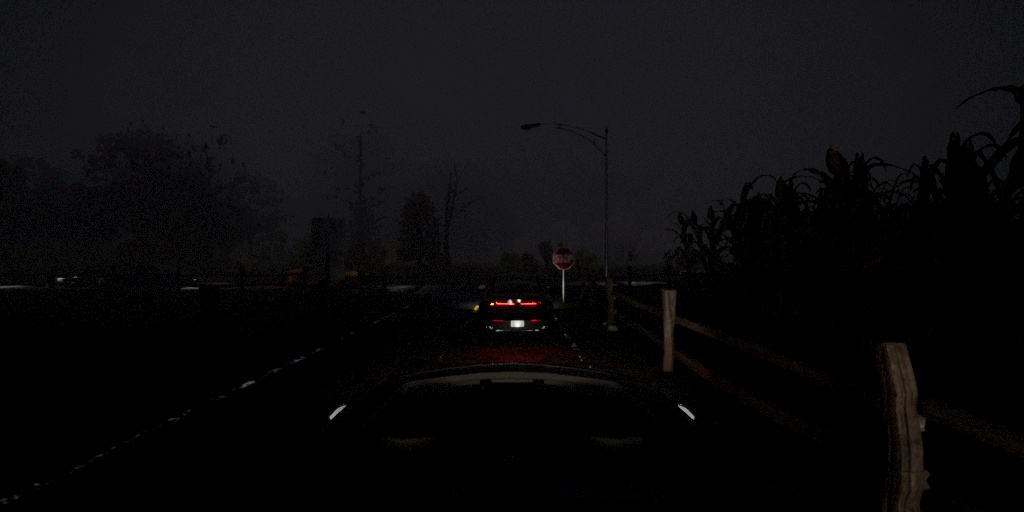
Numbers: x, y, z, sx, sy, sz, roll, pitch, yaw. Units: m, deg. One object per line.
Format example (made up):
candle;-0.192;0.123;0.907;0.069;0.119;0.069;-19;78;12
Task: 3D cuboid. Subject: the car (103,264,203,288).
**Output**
car;-23.138;1.286;23.479;4.892;1.490;1.837;0;0;1

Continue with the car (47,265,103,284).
car;-30.758;1.340;26.544;5.357;1.411;2.033;0;0;1

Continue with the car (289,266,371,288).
car;-11.590;1.242;23.017;5.008;1.535;1.882;0;0;5

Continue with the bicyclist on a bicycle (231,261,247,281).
bicyclist on a bicycle;-22.402;1.238;29.442;0.582;1.620;1.656;0;0;1

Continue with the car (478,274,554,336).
car;0.071;1.254;10.366;1.837;1.490;4.892;0;0;-1

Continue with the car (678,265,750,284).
car;14.629;1.315;25.876;4.718;1.301;1.895;0;0;1
